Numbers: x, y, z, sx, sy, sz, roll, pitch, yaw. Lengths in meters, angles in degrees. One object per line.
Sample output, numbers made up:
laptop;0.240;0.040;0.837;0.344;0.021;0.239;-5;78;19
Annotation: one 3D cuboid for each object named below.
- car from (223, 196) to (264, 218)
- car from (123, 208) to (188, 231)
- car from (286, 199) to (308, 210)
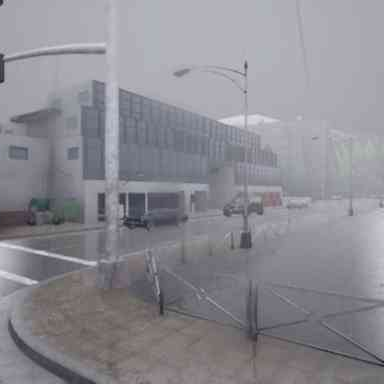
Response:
car;5.184;1.400;32.699;2.150;2.045;5.566;0;0;36
car;-2.328;1.776;22.171;1.895;1.301;4.718;0;0;35
car;14.569;1.701;45.727;1.812;1.442;4.674;0;0;36
